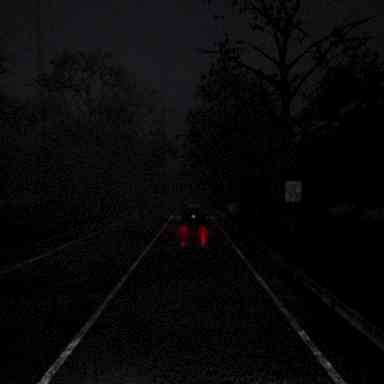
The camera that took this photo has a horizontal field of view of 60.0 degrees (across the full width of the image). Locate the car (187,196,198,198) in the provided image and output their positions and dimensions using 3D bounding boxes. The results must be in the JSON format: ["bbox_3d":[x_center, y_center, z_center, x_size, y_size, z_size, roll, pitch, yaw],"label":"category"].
[{"bbox_3d":[0.091,1.299,42.400,2.097,1.767,4.553,0,0,0],"label":"car"}]

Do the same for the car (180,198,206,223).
[{"bbox_3d":[0.098,1.474,25.180,1.812,1.442,4.674,0,0,0],"label":"car"}]
